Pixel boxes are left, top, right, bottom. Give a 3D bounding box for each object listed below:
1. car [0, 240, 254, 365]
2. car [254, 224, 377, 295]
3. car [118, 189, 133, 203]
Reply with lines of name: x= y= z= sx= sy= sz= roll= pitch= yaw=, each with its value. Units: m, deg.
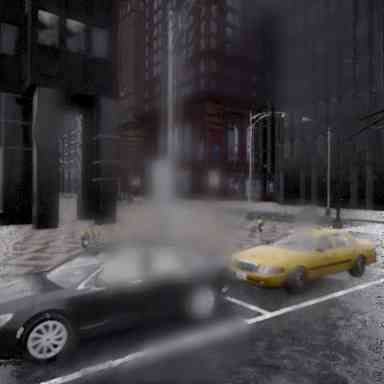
car: x=-1.261 y=1.563 z=5.752 sx=4.403 sy=1.369 sz=2.008 roll=0 pitch=0 yaw=-36
car: x=3.079 y=1.570 z=8.869 sx=4.829 sy=1.417 sz=1.752 roll=0 pitch=0 yaw=-36
car: x=-10.403 y=0.539 z=47.349 sx=2.150 sy=2.045 sz=5.566 roll=0 pitch=0 yaw=-36
